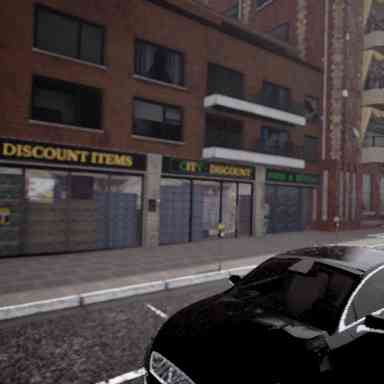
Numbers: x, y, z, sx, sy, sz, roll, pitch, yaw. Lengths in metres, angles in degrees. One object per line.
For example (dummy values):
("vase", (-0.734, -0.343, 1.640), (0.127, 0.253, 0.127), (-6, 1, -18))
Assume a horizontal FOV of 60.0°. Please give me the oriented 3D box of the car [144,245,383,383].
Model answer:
("car", (1.756, 1.542, 4.322), (4.892, 1.490, 1.837), (1, 0, -35))
